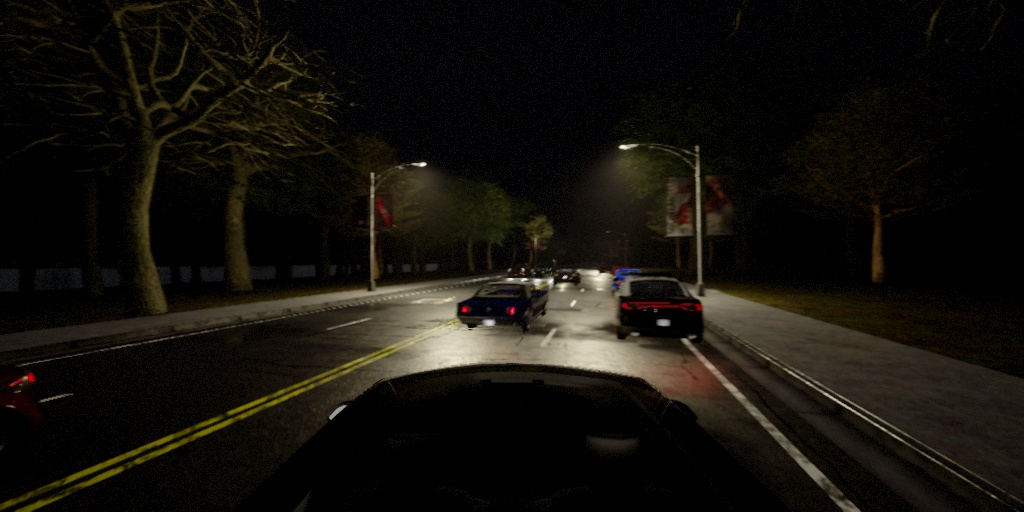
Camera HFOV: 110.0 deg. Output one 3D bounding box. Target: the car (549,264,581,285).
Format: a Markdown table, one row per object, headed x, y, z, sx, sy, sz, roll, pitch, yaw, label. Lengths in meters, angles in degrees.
| x | y | z | sx | sy | sz | roll | pitch | yaw | label |
| --- | --- | --- | --- | --- | --- | --- | --- | --- | --- |
| 4.558 | 1.623 | 29.409 | 1.994 | 1.385 | 4.181 | -1 | -1 | 14 | car |

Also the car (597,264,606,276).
| x | y | z | sx | sy | sz | roll | pitch | yaw | label |
| --- | --- | --- | --- | --- | --- | --- | --- | --- | --- |
| 12.147 | 1.758 | 46.444 | 1.812 | 1.442 | 4.674 | -1 | -1 | 15 | car |

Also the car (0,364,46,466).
| x | y | z | sx | sy | sz | roll | pitch | yaw | label |
| --- | --- | --- | --- | --- | --- | --- | --- | --- | --- |
| -6.069 | 1.373 | 2.004 | 1.994 | 1.385 | 4.181 | -1 | -1 | 15 | car |

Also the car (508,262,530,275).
| x | y | z | sx | sy | sz | roll | pitch | yaw | label |
| --- | --- | --- | --- | --- | --- | --- | --- | --- | --- |
| 0.947 | 1.621 | 42.436 | 2.097 | 1.767 | 4.553 | -1 | -1 | 14 | car |

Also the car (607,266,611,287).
| x | y | z | sx | sy | sz | roll | pitch | yaw | label |
| --- | --- | --- | --- | --- | --- | --- | --- | --- | --- |
| 6.343 | 1.440 | 19.734 | 1.812 | 1.442 | 4.674 | -1 | -1 | 14 | car |

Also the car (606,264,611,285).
| x | y | z | sx | sy | sz | roll | pitch | yaw | label |
| --- | --- | --- | --- | --- | --- | --- | --- | --- | --- |
| 7.833 | 1.504 | 25.553 | 1.812 | 1.442 | 4.674 | -1 | -1 | 14 | car |

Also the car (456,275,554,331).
| x | y | z | sx | sy | sz | roll | pitch | yaw | label |
| --- | --- | --- | --- | --- | --- | --- | --- | --- | --- |
| -0.036 | 1.467 | 11.506 | 1.895 | 1.301 | 4.718 | -1 | -1 | 14 | car |

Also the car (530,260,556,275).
| x | y | z | sx | sy | sz | roll | pitch | yaw | label |
| --- | --- | --- | --- | --- | --- | --- | --- | --- | --- |
| 3.994 | 1.447 | 41.227 | 2.150 | 2.045 | 5.566 | -1 | -1 | 14 | car |

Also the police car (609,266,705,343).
| x | y | z | sx | sy | sz | roll | pitch | yaw | label |
| --- | --- | --- | --- | --- | --- | --- | --- | --- | --- |
| 3.871 | 1.240 | 10.146 | 1.930 | 1.638 | 5.238 | -1 | -1 | 14 | police car |
